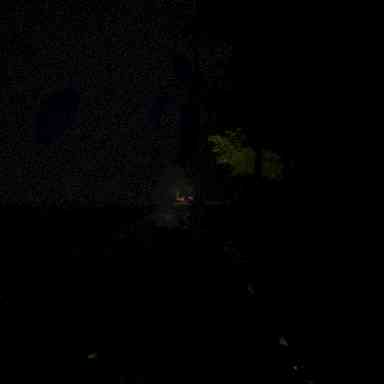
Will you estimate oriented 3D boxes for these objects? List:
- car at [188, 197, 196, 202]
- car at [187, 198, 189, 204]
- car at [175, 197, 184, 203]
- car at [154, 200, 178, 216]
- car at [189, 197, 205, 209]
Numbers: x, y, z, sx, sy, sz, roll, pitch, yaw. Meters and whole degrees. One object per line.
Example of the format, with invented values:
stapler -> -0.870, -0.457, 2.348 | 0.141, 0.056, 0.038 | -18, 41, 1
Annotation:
car -> -0.027, 1.889, 86.830 | 1.895, 1.301, 4.718 | 0, 0, 0
car -> -0.022, 1.788, 69.500 | 2.033, 1.411, 5.357 | 0, 0, 0
car -> -2.775, 1.789, 76.686 | 1.882, 1.535, 5.008 | 0, 0, 0
car -> -2.856, 1.776, 35.028 | 1.994, 1.385, 4.181 | 0, 0, 0
car -> 0.945, 1.660, 51.914 | 2.097, 1.767, 4.553 | 0, 0, 0
